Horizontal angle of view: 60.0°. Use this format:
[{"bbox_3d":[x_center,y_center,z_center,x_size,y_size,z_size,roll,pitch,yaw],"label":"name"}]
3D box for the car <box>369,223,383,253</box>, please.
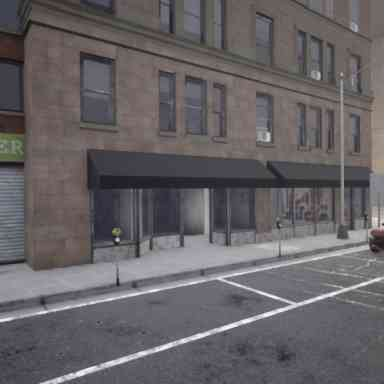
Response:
[{"bbox_3d":[8.440,1.542,12.601,4.507,1.381,1.887,0,-1,-36],"label":"car"}]
